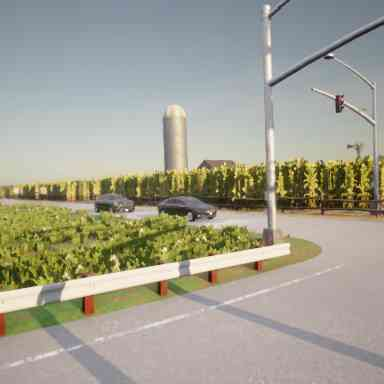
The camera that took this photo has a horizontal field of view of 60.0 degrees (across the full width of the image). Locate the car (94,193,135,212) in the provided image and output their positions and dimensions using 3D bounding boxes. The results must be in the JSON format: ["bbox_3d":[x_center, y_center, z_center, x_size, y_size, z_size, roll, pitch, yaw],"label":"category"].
[{"bbox_3d":[-7.053,0.964,30.063,2.097,1.767,4.553,-4,2,-40],"label":"car"}]

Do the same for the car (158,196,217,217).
[{"bbox_3d":[-0.412,1.077,22.249,1.837,1.490,4.892,-4,2,-40],"label":"car"}]
